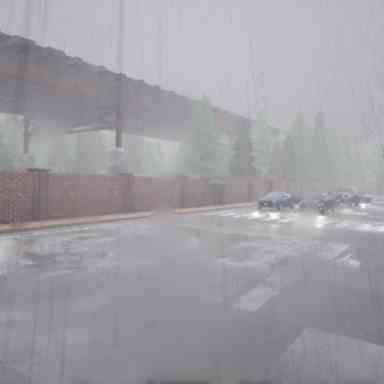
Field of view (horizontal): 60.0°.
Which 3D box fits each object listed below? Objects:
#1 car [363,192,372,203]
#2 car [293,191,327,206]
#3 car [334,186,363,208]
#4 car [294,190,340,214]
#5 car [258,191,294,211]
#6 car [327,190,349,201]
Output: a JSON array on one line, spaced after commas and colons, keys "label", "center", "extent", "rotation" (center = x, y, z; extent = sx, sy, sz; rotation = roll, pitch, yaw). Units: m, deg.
[{"label": "car", "center": [21.669, 0.665, 42.602], "extent": [1.994, 1.385, 4.181], "rotation": [3, 2, 36]}, {"label": "car", "center": [13.140, 0.638, 36.803], "extent": [2.033, 1.411, 5.357], "rotation": [3, 2, 36]}, {"label": "car", "center": [15.821, 0.449, 34.516], "extent": [2.150, 2.045, 5.566], "rotation": [3, 2, 36]}, {"label": "car", "center": [10.068, 0.860, 26.521], "extent": [1.837, 1.490, 4.892], "rotation": [3, 2, 36]}, {"label": "car", "center": [7.425, 0.695, 28.848], "extent": [1.882, 1.535, 5.008], "rotation": [3, 2, 36]}, {"label": "car", "center": [21.051, 0.423, 47.793], "extent": [1.837, 1.490, 4.892], "rotation": [3, 2, 36]}]
